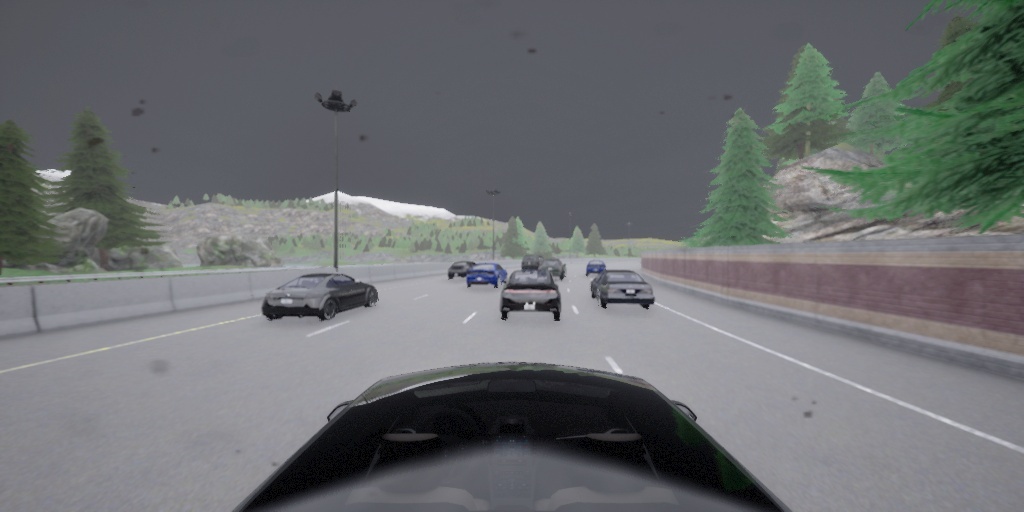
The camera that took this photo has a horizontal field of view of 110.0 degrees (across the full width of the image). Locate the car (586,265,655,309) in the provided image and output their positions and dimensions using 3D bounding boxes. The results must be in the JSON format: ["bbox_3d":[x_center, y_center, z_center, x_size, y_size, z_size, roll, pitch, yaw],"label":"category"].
[{"bbox_3d":[4.390,1.273,14.934,2.033,1.411,5.357,0,0,6],"label":"car"}]

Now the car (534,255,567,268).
[{"bbox_3d":[3.467,1.036,30.253,2.097,1.767,4.553,0,0,12],"label":"car"}]

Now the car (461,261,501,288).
[{"bbox_3d":[-1.496,1.170,23.087,1.882,1.535,5.008,0,0,9],"label":"car"}]

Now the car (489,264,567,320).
[{"bbox_3d":[0.697,1.215,12.473,2.128,1.511,4.902,0,0,5],"label":"car"}]

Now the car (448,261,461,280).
[{"bbox_3d":[-3.797,1.174,29.860,1.837,1.490,4.892,0,0,11],"label":"car"}]

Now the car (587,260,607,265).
[{"bbox_3d":[8.600,1.158,36.382,1.882,1.535,5.008,0,0,15],"label":"car"}]

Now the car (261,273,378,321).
[{"bbox_3d":[-6.332,1.273,12.332,1.994,1.385,4.181,0,0,5],"label":"car"}]

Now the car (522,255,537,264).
[{"bbox_3d":[2.652,0.877,41.004,2.150,2.045,5.566,0,0,17],"label":"car"}]
